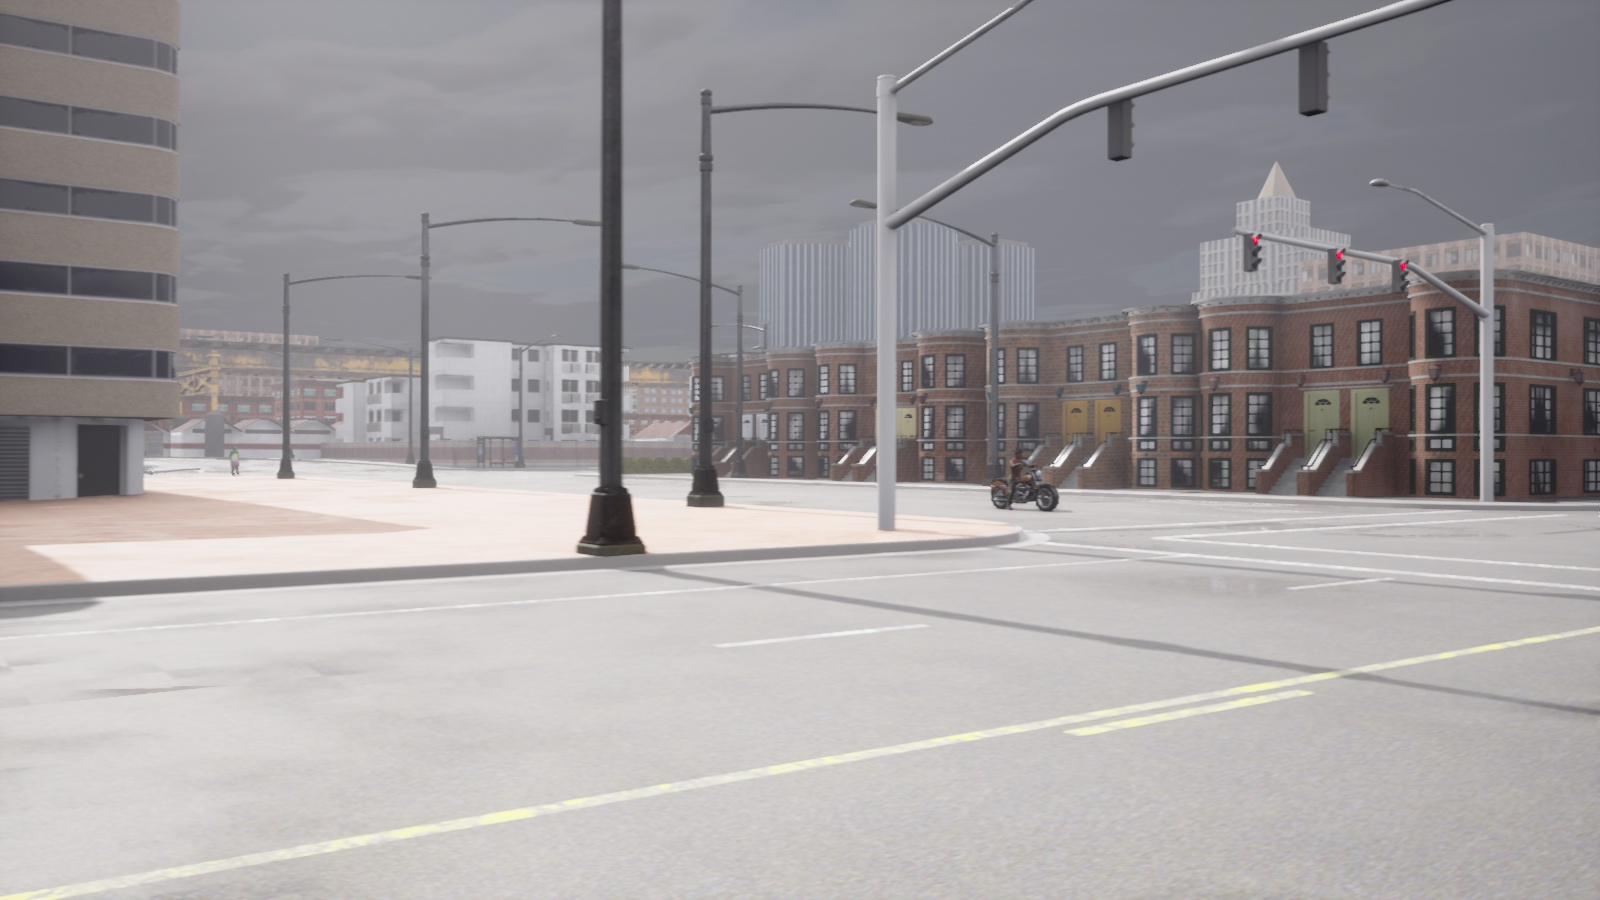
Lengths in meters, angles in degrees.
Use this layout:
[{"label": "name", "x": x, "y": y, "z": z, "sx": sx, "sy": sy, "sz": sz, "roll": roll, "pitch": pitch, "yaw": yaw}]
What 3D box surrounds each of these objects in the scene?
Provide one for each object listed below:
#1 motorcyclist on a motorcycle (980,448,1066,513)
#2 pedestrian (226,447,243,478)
[{"label": "motorcyclist on a motorcycle", "x": 5.814, "y": 0.764, "z": 32.894, "sx": 0.766, "sy": 1.649, "sz": 2.350, "roll": 0, "pitch": 0, "yaw": -35}, {"label": "pedestrian", "x": -35.856, "y": 0.801, "z": 79.592, "sx": 0.873, "sy": 1.952, "sz": 0.659, "roll": 0, "pitch": 0, "yaw": 36}]
